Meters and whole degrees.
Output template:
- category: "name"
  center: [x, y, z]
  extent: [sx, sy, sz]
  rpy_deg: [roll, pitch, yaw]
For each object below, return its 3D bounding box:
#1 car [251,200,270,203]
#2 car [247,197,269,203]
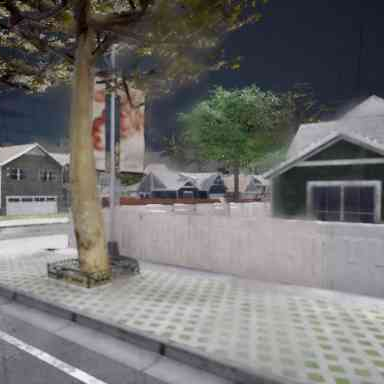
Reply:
- category: "car"
  center: [10.583, 2.172, 47.257]
  extent: [1.994, 1.385, 4.181]
  rpy_deg: [0, 0, 35]
- category: "car"
  center: [10.395, 1.855, 51.961]
  extent: [2.150, 2.045, 5.566]
  rpy_deg: [0, 0, 34]
